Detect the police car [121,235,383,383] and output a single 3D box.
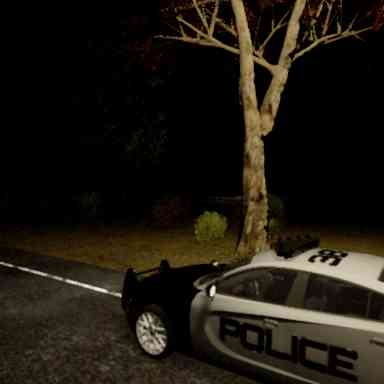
[{"bbox_3d":[1.211,1.416,4.295,5.238,1.638,1.930,0,0,36],"label":"police car"}]
